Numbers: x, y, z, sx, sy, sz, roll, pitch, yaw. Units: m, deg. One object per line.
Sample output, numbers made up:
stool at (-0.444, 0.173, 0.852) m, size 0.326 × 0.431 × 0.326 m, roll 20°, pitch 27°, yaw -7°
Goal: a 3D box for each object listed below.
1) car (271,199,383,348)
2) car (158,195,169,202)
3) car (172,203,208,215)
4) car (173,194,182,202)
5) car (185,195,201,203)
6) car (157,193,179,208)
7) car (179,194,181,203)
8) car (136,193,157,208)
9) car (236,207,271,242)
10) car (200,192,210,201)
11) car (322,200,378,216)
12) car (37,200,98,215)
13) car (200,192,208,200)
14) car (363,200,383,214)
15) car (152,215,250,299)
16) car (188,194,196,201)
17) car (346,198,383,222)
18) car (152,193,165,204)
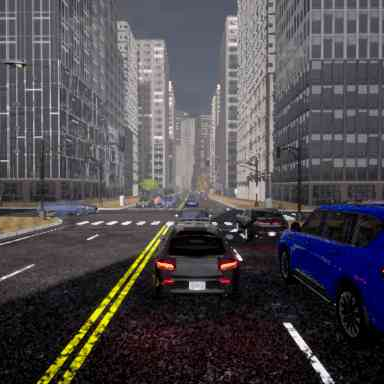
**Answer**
car at (3.347, 1.218, 6.434) m, size 2.150 × 2.045 × 5.566 m, roll 0°, pitch 0°, yaw 0°
car at (-6.575, 1.470, 76.500) m, size 2.033 × 1.411 × 5.357 m, roll 0°, pitch 0°, yaw 0°
car at (0.085, 1.538, 17.564) m, size 2.033 × 1.411 × 5.357 m, roll 0°, pitch 0°, yaw 0°
car at (-3.325, 1.284, 77.398) m, size 2.097 × 1.767 × 4.553 m, roll 0°, pitch 0°, yaw 0°
car at (-0.038, 1.529, 48.691) m, size 1.994 × 1.385 × 4.181 m, roll 0°, pitch 0°, yaw 1°
car at (-3.391, 1.318, 47.902) m, size 2.097 × 1.767 × 4.553 m, roll 0°, pitch 0°, yaw 0°
car at (-3.390, 1.503, 57.374) m, size 2.033 × 1.411 × 5.357 m, roll 0°, pitch 0°, yaw 0°
car at (-6.673, 1.318, 47.853) m, size 2.097 × 1.767 × 4.553 m, roll 0°, pitch 0°, yaw 1°
car at (3.335, 1.496, 16.294) m, size 1.837 × 1.490 × 4.892 m, roll 0°, pitch 0°, yaw 0°
car at (3.174, 1.443, 79.610) m, size 1.812 × 1.442 × 4.674 m, roll 0°, pitch 0°, yaw 0°
car at (16.193, 1.616, 34.201) m, size 4.892 × 1.490 × 1.837 m, roll 0°, pitch 1°, yaw 0°
car at (-11.838, 1.453, 31.846) m, size 5.357 × 1.411 × 2.033 m, roll 0°, pitch 1°, yaw -6°
car at (3.164, 0.967, 89.640) m, size 2.150 × 2.045 × 5.566 m, roll 0°, pitch 0°, yaw 0°
car at (21.774, 1.643, 36.708) m, size 4.829 × 1.417 × 1.752 m, roll 1°, pitch 0°, yaw 1°
car at (0.091, 1.522, 8.290) m, size 1.812 × 1.442 × 4.674 m, roll 0°, pitch 0°, yaw 0°
car at (-0.078, 1.401, 81.410) m, size 1.882 × 1.535 × 5.008 m, roll 0°, pitch 0°, yaw 0°
car at (16.173, 1.519, 28.416) m, size 5.009 × 1.841 × 2.192 m, roll 1°, pitch 0°, yaw 1°
car at (-6.595, 1.166, 66.020) m, size 2.150 × 2.045 × 5.566 m, roll 0°, pitch 0°, yaw 1°
